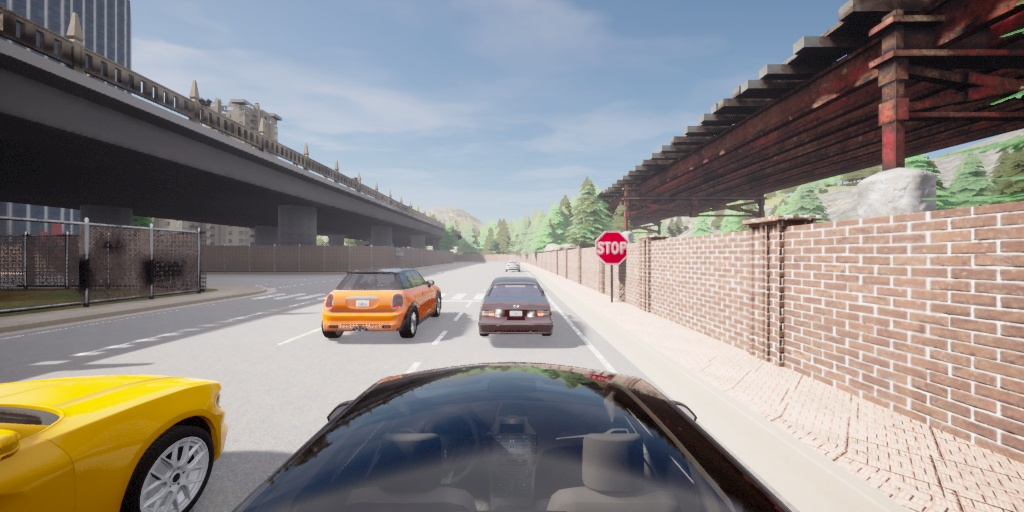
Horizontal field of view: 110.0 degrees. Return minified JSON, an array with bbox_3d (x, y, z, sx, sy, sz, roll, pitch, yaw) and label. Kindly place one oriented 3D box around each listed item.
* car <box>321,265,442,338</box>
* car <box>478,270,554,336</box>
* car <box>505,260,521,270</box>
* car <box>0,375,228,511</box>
[{"bbox_3d":[-3.414,1.102,10.306,2.097,1.767,4.553,0,0,0],"label":"car"},{"bbox_3d":[0.087,1.297,10.326,2.033,1.411,5.357,0,0,0],"label":"car"},{"bbox_3d":[0.106,1.276,46.209,1.812,1.442,4.674,0,0,-1],"label":"car"},{"bbox_3d":[-3.397,1.228,1.049,1.882,1.535,5.008,0,0,0],"label":"car"}]
